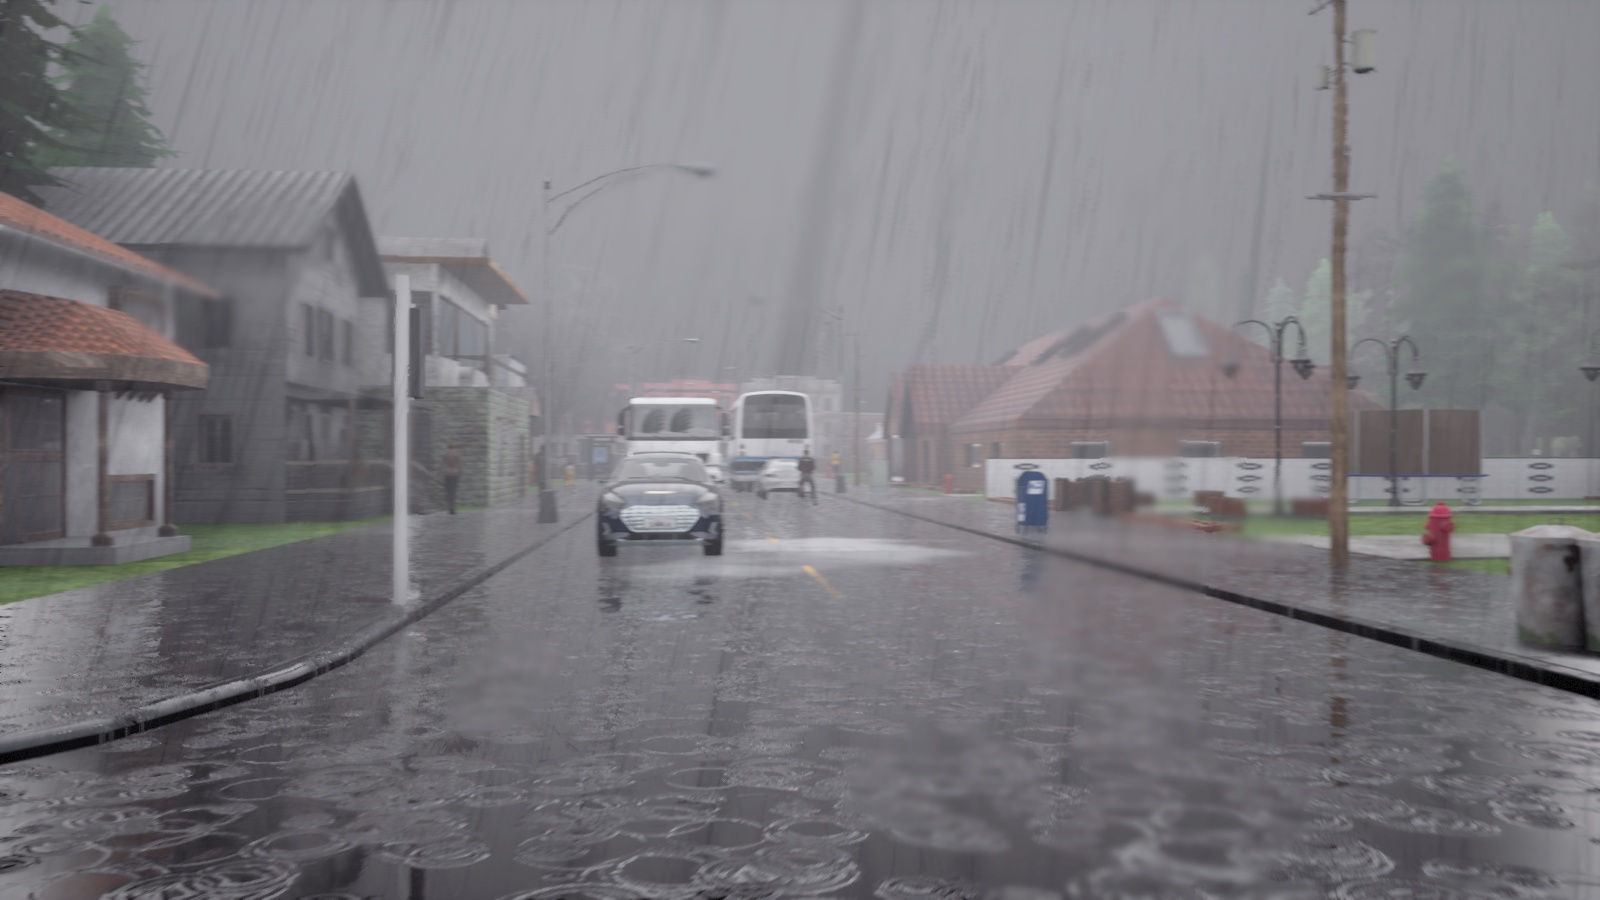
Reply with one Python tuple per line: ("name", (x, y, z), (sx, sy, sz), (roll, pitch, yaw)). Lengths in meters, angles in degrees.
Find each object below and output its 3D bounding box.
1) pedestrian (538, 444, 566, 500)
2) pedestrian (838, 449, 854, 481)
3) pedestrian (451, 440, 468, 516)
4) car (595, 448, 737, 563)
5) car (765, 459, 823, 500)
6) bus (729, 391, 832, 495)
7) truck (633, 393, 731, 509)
("pedestrian", (-8.710, 0.773, 44.099), (0.659, 1.952, 0.873), (0, 0, 11))
("pedestrian", (2.687, 0.897, 73.358), (0.874, 1.855, 0.900), (0, 0, -5))
("pedestrian", (-8.399, 0.690, 31.017), (0.331, 1.846, 0.634), (0, 0, -9))
("car", (-2.145, 0.815, 20.578), (2.033, 1.649, 4.856), (0, 0, -5))
("car", (-0.284, 1.064, 46.936), (1.812, 1.442, 4.674), (0, 0, -5))
("bus", (-1.087, -0.273, 56.746), (3.944, 4.253, 10.273), (0, 0, -5))
("truck", (-3.852, 0.041, 41.473), (2.891, 3.462, 7.936), (0, 0, -5))
